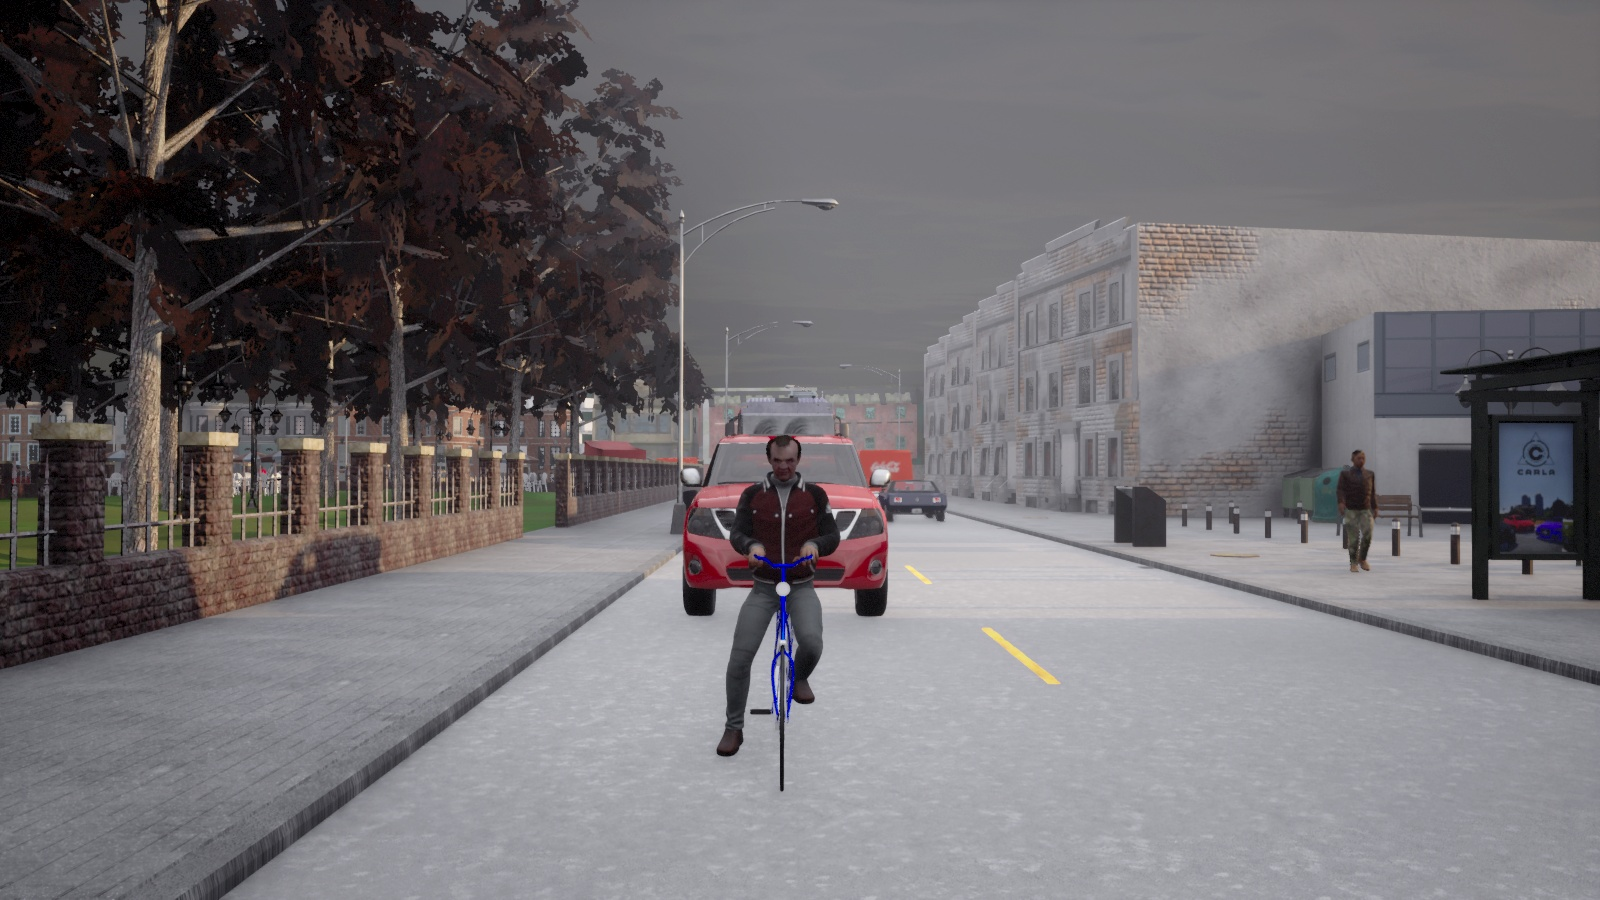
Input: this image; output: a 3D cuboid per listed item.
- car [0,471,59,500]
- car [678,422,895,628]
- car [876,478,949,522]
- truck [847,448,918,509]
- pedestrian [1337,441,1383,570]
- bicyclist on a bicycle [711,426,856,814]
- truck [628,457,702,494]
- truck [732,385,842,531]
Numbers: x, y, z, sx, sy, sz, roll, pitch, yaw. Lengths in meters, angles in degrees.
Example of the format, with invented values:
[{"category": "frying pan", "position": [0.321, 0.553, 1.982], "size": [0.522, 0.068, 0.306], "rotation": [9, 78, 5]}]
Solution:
[{"category": "car", "position": [-46.032, 2.079, 73.791], "size": [2.242, 1.667, 4.611], "rotation": [0, -1, -1]}, {"category": "car", "position": [-0.171, 0.791, 15.308], "size": [2.150, 2.045, 5.566], "rotation": [0, -1, -1]}, {"category": "car", "position": [3.580, 1.584, 40.809], "size": [1.895, 1.301, 4.718], "rotation": [0, -1, -1]}, {"category": "truck", "position": [3.438, 1.209, 53.431], "size": [2.627, 2.467, 5.204], "rotation": [0, -1, -1]}, {"category": "pedestrian", "position": [8.126, 0.794, 18.244], "size": [0.431, 1.840, 0.703], "rotation": [0, -1, 9]}, {"category": "bicyclist on a bicycle", "position": [-0.083, 0.798, 6.689], "size": [0.659, 1.776, 1.843], "rotation": [0, -1, -1]}, {"category": "truck", "position": [-10.144, 1.922, 94.764], "size": [5.204, 2.467, 2.627], "rotation": [-3, -1, 1]}, {"category": "truck", "position": [-0.389, 0.278, 37.431], "size": [2.891, 3.827, 8.468], "rotation": [0, -1, -1]}]
